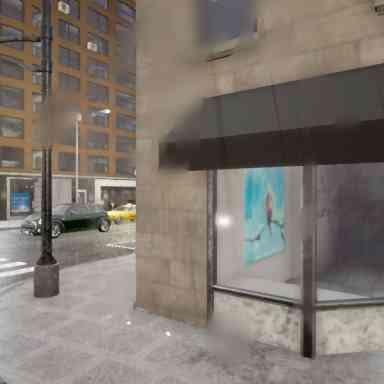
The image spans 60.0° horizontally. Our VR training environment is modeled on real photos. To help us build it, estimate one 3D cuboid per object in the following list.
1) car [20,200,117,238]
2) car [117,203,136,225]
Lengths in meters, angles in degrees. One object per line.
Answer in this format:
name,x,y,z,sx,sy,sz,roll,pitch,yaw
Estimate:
car,-6.634,1.365,17.825,2.097,1.767,4.553,0,0,36
car,-4.829,1.547,24.650,1.752,1.417,4.829,0,0,36
